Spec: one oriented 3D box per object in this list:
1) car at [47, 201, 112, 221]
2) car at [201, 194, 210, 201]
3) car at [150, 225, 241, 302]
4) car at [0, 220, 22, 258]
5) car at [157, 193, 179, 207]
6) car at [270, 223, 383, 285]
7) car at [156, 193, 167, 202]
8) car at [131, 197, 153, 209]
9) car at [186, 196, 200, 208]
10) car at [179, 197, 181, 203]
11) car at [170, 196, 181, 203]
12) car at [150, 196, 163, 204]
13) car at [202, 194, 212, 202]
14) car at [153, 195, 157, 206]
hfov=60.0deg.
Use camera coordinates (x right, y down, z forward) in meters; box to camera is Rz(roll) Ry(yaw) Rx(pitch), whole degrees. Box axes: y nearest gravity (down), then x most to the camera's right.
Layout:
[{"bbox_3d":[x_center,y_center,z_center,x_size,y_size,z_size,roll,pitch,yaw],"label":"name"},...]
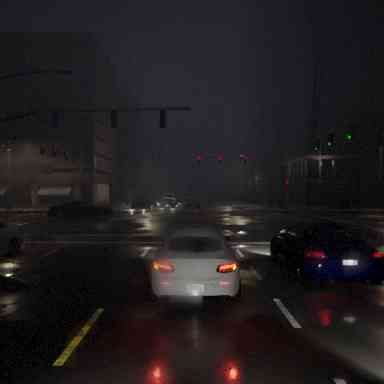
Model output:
[{"bbox_3d":[-9.049,1.452,26.993,5.008,1.535,1.882,0,1,-16],"label":"car"},{"bbox_3d":[3.576,1.316,86.954,2.097,1.767,4.553,0,0,0],"label":"car"},{"bbox_3d":[0.077,1.526,8.165,1.812,1.442,4.674,0,0,0],"label":"car"},{"bbox_3d":[-6.968,1.526,10.088,1.812,1.442,4.674,0,0,1],"label":"car"},{"bbox_3d":[-3.543,1.222,50.583,2.150,2.045,5.566,0,0,0],"label":"car"},{"bbox_3d":[3.587,1.564,9.531,1.994,1.385,4.181,0,0,0],"label":"car"},{"bbox_3d":[-6.934,1.225,76.512,2.150,2.045,5.566,0,0,0],"label":"car"},{"bbox_3d":[-7.082,1.478,46.101,1.882,1.535,5.008,0,0,1],"label":"car"},{"bbox_3d":[0.143,1.601,48.424,1.895,1.301,4.718,0,0,0],"label":"car"},{"bbox_3d":[-3.518,1.478,60.586,1.882,1.535,5.008,0,0,0],"label":"car"},{"bbox_3d":[-3.439,1.553,70.423,1.994,1.385,4.181,0,0,0],"label":"car"},{"bbox_3d":[-6.977,1.564,65.821,1.994,1.385,4.181,0,0,1],"label":"car"},{"bbox_3d":[3.568,1.546,78.429,1.994,1.385,4.181,0,0,0],"label":"car"},{"bbox_3d":[-7.038,1.547,55.865,2.033,1.411,5.357,0,0,0],"label":"car"}]
